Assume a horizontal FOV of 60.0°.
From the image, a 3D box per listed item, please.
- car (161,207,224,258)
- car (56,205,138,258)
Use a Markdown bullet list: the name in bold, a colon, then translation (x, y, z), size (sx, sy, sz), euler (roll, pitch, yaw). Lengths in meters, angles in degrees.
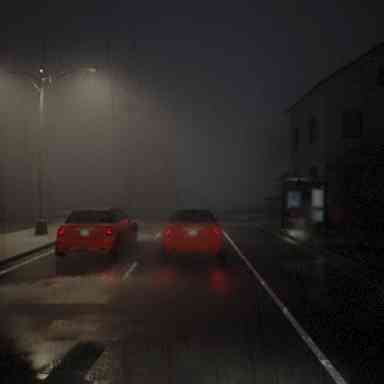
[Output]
- **car**: translation (0.046, 1.345, 12.912), size (2.097, 1.767, 4.553), euler (0, 0, 1)
- **car**: translation (-3.454, 1.345, 12.915), size (2.097, 1.767, 4.553), euler (0, 0, 1)
